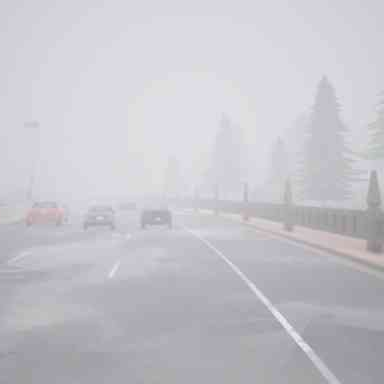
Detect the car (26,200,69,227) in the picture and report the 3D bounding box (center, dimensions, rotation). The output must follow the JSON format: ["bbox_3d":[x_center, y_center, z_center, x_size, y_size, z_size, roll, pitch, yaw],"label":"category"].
[{"bbox_3d":[-9.972,1.363,23.257,2.097,1.767,4.553,0,0,-13],"label":"car"}]

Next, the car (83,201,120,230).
[{"bbox_3d":[-5.858,1.545,21.353,2.033,1.411,5.357,0,0,-12],"label":"car"}]

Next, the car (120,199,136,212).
[{"bbox_3d":[-7.733,1.510,39.227,1.812,1.442,4.674,0,0,-22],"label":"car"}]

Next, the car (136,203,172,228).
[{"bbox_3d":[-2.515,1.462,22.111,1.882,1.535,5.008,0,0,-12],"label":"car"}]
